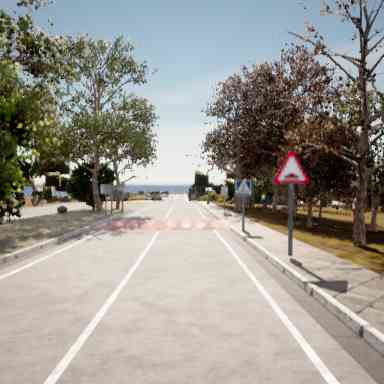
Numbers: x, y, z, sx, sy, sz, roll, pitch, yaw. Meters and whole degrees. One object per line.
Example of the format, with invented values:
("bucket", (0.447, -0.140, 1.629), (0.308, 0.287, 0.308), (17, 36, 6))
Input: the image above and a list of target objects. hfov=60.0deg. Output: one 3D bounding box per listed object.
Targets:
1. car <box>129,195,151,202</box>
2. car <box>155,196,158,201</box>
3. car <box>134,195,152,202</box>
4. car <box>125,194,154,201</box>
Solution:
("car", (-12.369, 1.577, 79.772), (4.892, 1.521, 2.231), (0, -1, -2))
("car", (-12.568, 1.551, 88.095), (5.566, 2.045, 2.435), (0, -2, -2))
("car", (-12.550, 1.596, 85.320), (4.553, 1.767, 2.185), (0, -2, -2))
("car", (-12.101, 1.513, 77.010), (5.366, 1.575, 1.946), (0, -1, -2))
